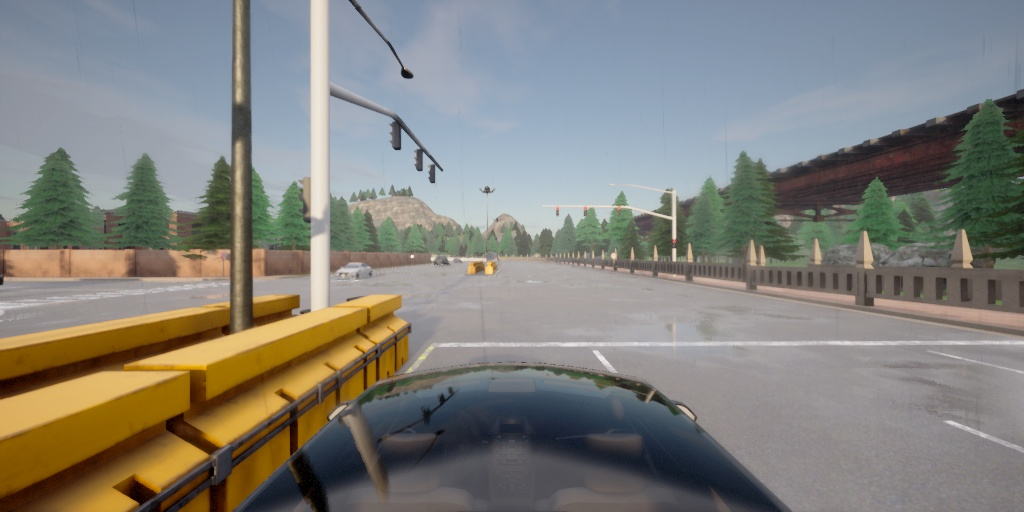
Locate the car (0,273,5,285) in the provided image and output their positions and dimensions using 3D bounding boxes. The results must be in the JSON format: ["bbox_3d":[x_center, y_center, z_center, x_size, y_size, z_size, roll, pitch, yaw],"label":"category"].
[{"bbox_3d":[-30.922,0.971,19.078,5.566,2.045,2.150,0,0,0],"label":"car"}]

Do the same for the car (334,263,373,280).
[{"bbox_3d":[-13.992,1.331,31.991,1.812,1.442,4.674,0,1,0],"label":"car"}]
